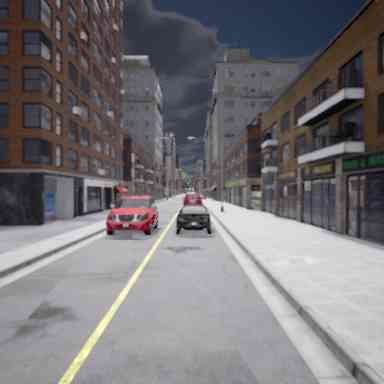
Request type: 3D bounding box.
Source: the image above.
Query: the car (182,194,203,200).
[{"bbox_3d":[0.093,1.194,37.742,2.150,2.045,5.566,0,0,0],"label":"car"}]

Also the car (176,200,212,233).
[{"bbox_3d":[0.097,1.462,19.391,1.882,1.535,5.008,0,0,0],"label":"car"}]

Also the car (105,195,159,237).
[{"bbox_3d":[-3.103,1.206,18.358,2.150,2.045,5.566,0,0,0],"label":"car"}]
